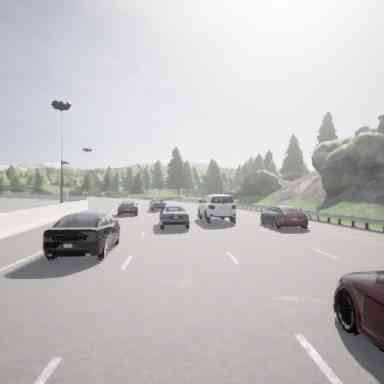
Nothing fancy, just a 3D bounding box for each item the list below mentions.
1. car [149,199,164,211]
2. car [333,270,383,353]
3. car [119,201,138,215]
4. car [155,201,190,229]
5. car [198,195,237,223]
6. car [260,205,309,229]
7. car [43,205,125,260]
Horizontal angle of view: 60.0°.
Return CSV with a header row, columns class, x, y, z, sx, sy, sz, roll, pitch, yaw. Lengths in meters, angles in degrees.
class,x,y,z,sx,sy,sz,roll,pitch,yaw
car,-4.238,1.557,40.902,2.033,1.411,5.357,0,0,-12
car,3.453,1.557,4.097,1.994,1.385,4.181,0,0,-1
car,-6.417,1.578,33.372,1.994,1.385,4.181,0,0,-10
car,-1.225,1.551,21.957,2.033,1.411,5.357,0,0,-6
car,1.847,1.219,25.597,2.150,2.045,5.566,0,0,-7
car,5.824,1.553,21.482,1.994,1.385,4.181,0,0,-6
car,-3.932,1.486,12.590,1.882,1.535,5.008,0,0,-4
